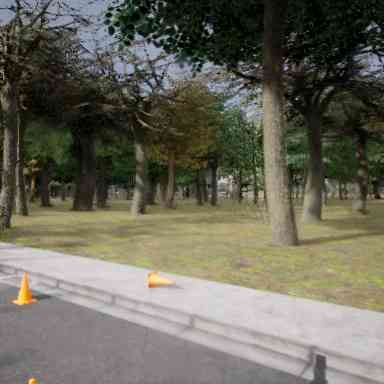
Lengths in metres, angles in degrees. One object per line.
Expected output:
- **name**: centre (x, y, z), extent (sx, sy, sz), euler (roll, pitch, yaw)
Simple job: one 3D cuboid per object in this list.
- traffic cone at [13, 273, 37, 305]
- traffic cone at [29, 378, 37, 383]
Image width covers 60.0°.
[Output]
- **traffic cone**: centre (-3.483, 1.993, 6.949), extent (0.340, 0.580, 0.340), euler (0, 0, 36)
- **traffic cone**: centre (-1.428, 1.973, 2.978), extent (0.340, 0.580, 0.340), euler (0, 0, 36)
